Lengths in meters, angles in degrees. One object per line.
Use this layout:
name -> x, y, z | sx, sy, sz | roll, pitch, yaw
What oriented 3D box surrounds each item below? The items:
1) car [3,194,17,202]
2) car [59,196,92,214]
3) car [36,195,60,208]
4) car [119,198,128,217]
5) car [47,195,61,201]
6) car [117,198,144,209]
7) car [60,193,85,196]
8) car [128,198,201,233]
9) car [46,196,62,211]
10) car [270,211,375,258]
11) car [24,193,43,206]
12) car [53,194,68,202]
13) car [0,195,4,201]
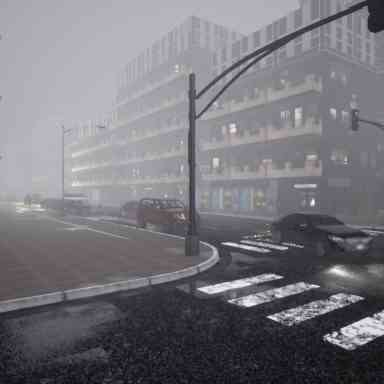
car -> -38.029, 1.412, 70.181 | 1.802, 1.307, 4.206 | 0, 0, -36
car -> -11.501, 1.444, 33.441 | 1.887, 1.381, 4.507 | 0, 0, -36
car -> -18.134, 1.436, 42.628 | 1.947, 1.339, 4.313 | 0, 0, -36
car -> -4.247, 1.401, 27.815 | 1.882, 1.535, 5.008 | 0, 0, -36
car -> -31.234, 1.379, 75.086 | 2.008, 1.369, 4.403 | 0, 0, -36
car -> -8.023, 1.465, 42.941 | 1.802, 1.307, 4.206 | 0, 0, -36
car -> -14.682, 1.097, 42.312 | 2.150, 2.045, 5.566 | 0, 0, -35
car -> -1.552, 1.264, 19.663 | 2.192, 1.841, 5.009 | 0, 0, -36
car -> -14.817, 1.451, 38.034 | 1.947, 1.339, 4.313 | 0, 0, -36
car -> 4.812, 1.519, 13.067 | 1.812, 1.442, 4.674 | 1, 0, -17
car -> -24.764, 1.162, 51.811 | 2.192, 1.841, 5.009 | 0, 0, -36
car -> -27.918, 1.269, 70.495 | 1.967, 1.590, 4.097 | 0, 0, -36
car -> -41.345, 1.269, 74.773 | 1.967, 1.590, 4.097 | 0, 0, -36
